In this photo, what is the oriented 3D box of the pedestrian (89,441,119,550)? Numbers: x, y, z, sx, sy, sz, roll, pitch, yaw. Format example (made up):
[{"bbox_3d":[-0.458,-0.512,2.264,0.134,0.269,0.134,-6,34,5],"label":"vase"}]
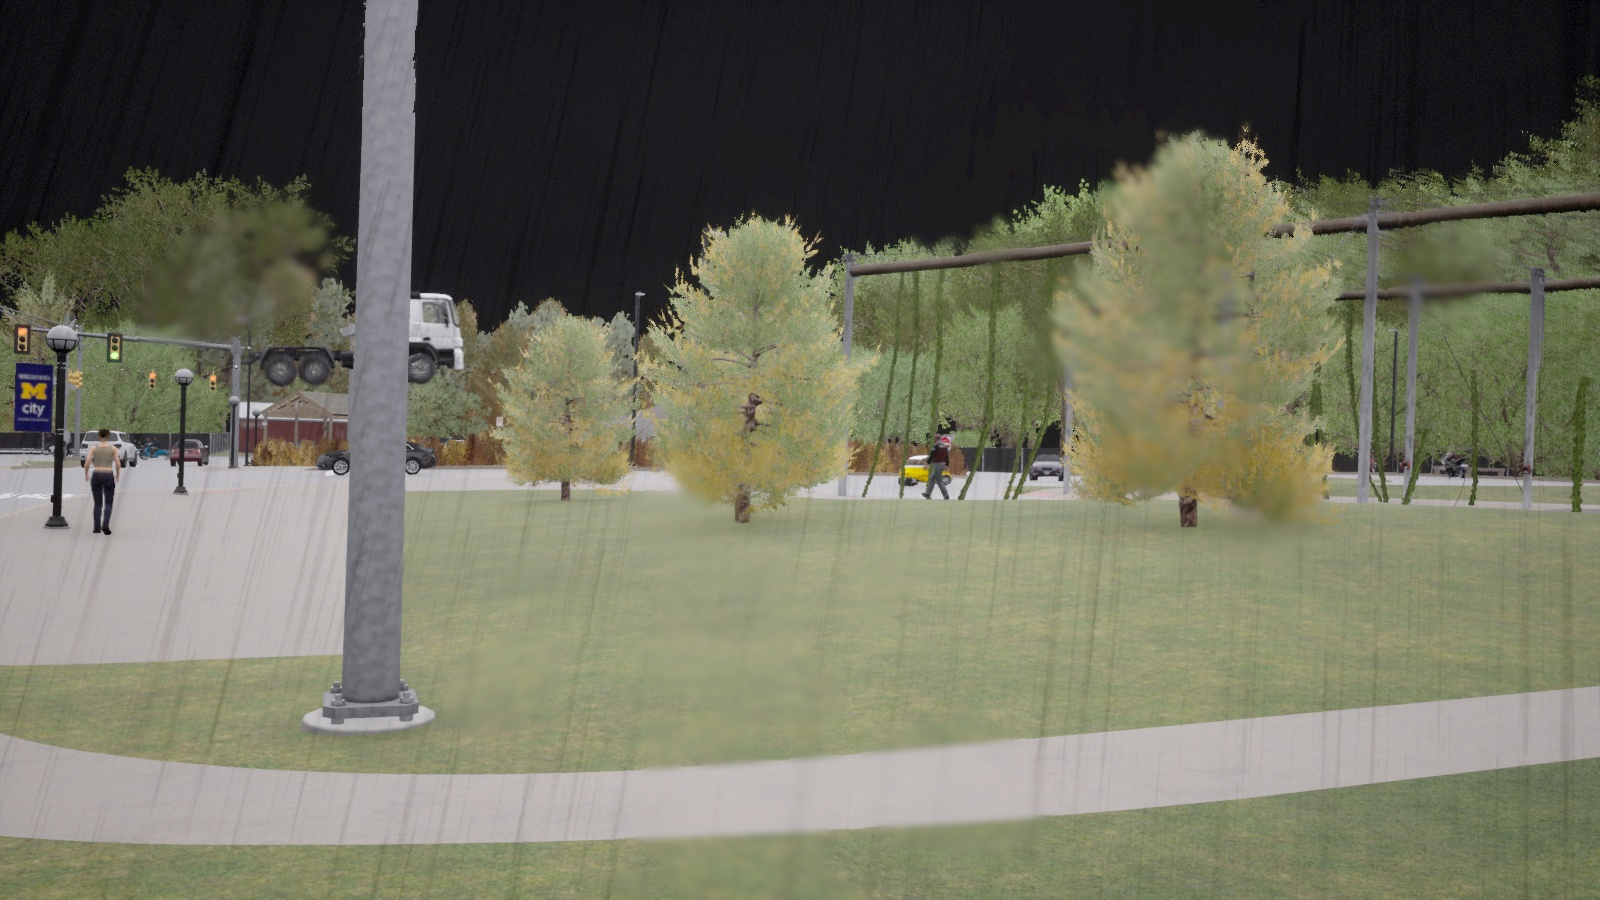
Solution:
[{"bbox_3d":[-11.971,0.771,21.598,0.345,1.836,0.594,1,0,-20],"label":"pedestrian"}]

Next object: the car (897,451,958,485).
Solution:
[{"bbox_3d":[5.649,0.792,55.871,2.207,1.376,1.481,-2,1,-25],"label":"car"}]

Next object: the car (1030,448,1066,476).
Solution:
[{"bbox_3d":[13.513,0.673,68.222,1.816,1.474,4.193,-1,-1,12],"label":"car"}]

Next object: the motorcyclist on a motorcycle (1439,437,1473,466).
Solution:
[{"bbox_3d":[36.144,0.079,69.226,0.866,1.530,2.191,-1,0,4],"label":"motorcyclist on a motorcycle"}]

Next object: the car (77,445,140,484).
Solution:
[{"bbox_3d":[-38.544,0.798,70.137,2.150,2.045,5.566,-1,0,-19],"label":"car"}]

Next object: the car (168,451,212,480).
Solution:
[{"bbox_3d":[-36.865,0.900,75.985,1.851,1.617,3.988,-1,1,-19],"label":"car"}]

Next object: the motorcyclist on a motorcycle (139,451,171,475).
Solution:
[{"bbox_3d":[-43.542,0.864,84.813,1.817,1.590,0.866,-1,1,-20],"label":"motorcyclist on a motorcycle"}]

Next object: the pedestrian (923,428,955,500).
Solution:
[{"bbox_3d":[3.634,0.365,32.831,0.720,1.854,0.376,1,1,44],"label":"pedestrian"}]

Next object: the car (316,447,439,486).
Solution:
[{"bbox_3d":[-18.054,0.697,53.746,4.892,1.490,1.837,-1,1,-20],"label":"car"}]

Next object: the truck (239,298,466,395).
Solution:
[{"bbox_3d":[-17.350,-4.058,48.918,7.936,3.462,2.891,-3,4,-22],"label":"truck"}]
